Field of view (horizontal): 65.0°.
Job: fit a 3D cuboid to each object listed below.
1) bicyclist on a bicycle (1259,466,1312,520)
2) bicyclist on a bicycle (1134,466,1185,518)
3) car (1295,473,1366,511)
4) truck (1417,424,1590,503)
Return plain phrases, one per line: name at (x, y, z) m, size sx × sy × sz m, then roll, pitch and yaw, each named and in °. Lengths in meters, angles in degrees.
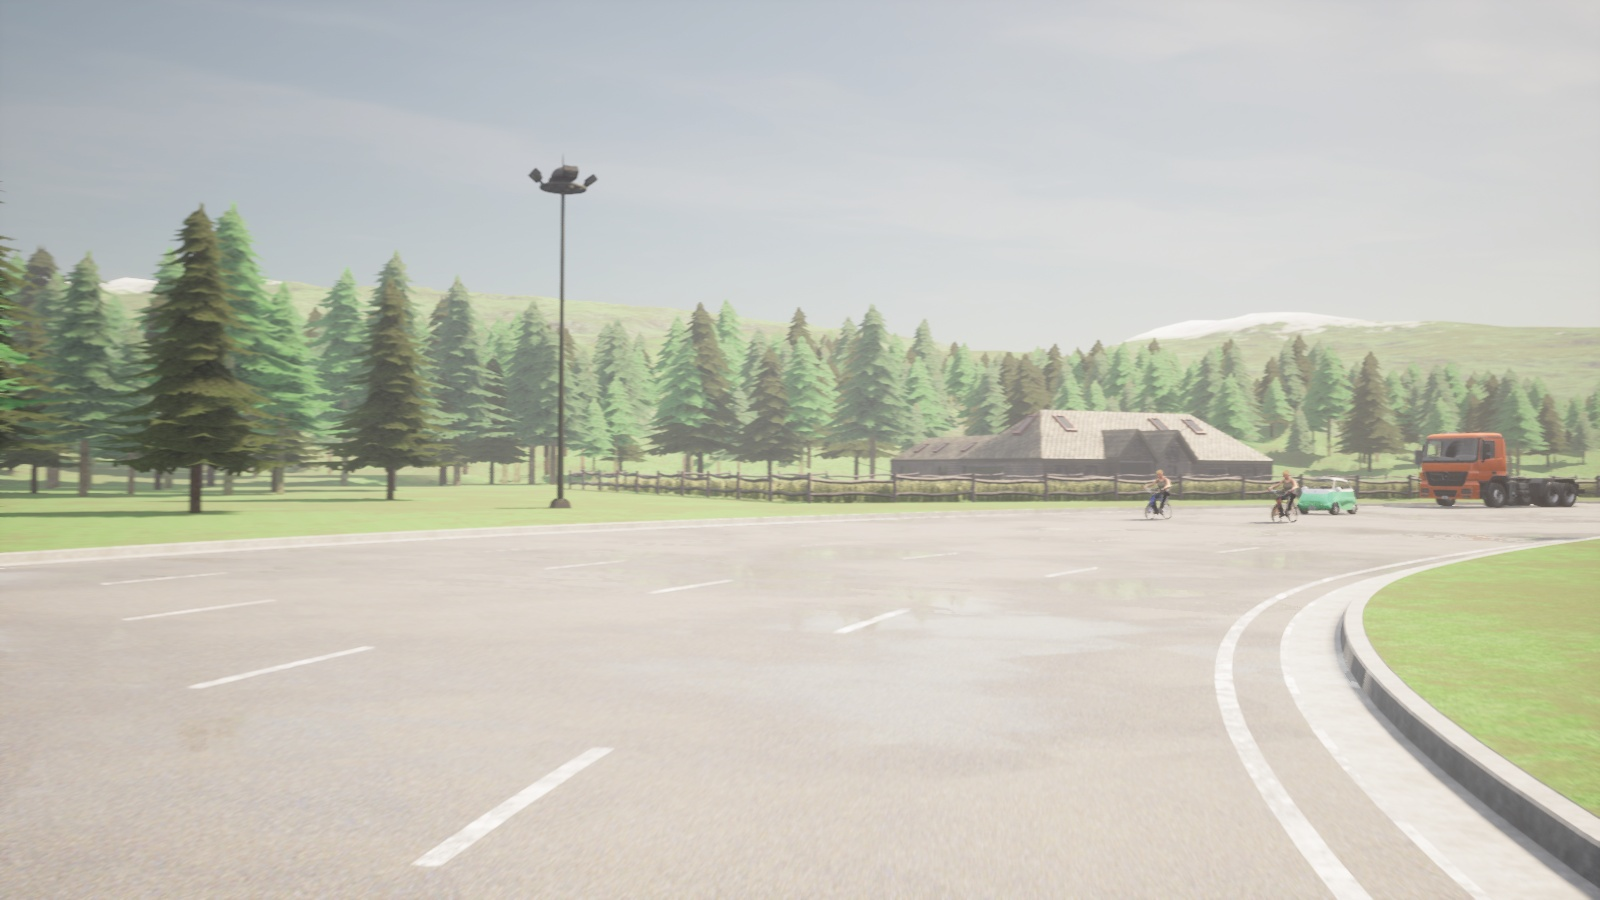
bicyclist on a bicycle at (14.733, 1.295, 38.110) m, size 1.509 × 1.612 × 0.866 m, roll 1°, pitch -1°, yaw -40°
bicyclist on a bicycle at (11.408, 1.330, 39.858) m, size 1.509 × 1.612 × 0.866 m, roll 1°, pitch -1°, yaw -41°
car at (19.521, 1.525, 46.208) m, size 2.207 × 1.376 × 1.481 m, roll 1°, pitch -1°, yaw -35°
truck at (32.492, 0.635, 57.921) m, size 7.936 × 3.462 × 2.891 m, roll 0°, pitch -1°, yaw -26°
